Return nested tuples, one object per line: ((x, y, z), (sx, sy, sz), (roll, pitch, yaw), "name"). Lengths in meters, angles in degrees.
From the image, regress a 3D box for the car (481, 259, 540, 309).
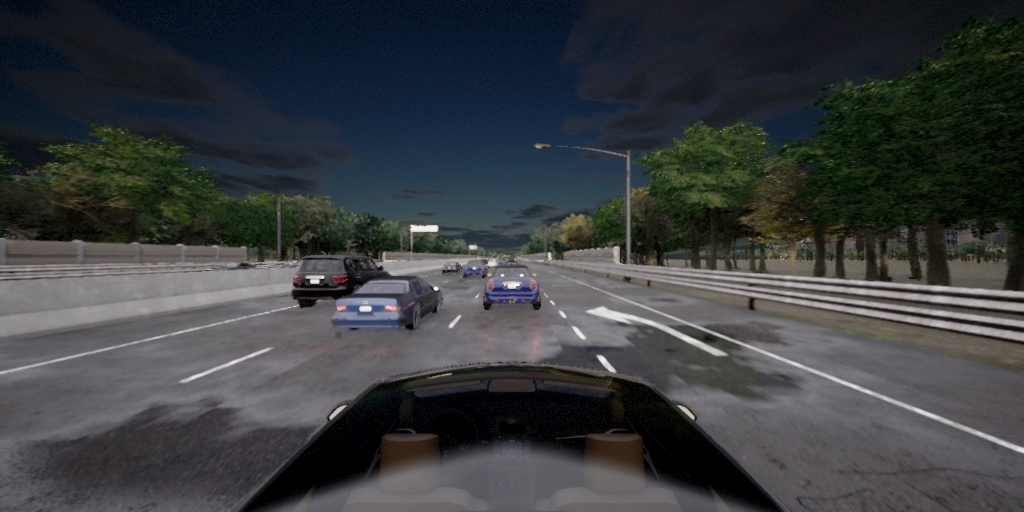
((0.000, 1.129, 15.259), (2.097, 1.767, 4.553), (0, 0, 0), "car")

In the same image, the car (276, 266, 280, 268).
((-21.089, 1.323, 36.439), (2.128, 1.511, 4.902), (0, 0, 0), "car")

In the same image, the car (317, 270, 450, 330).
((-3.502, 1.316, 11.079), (2.033, 1.411, 5.357), (0, 0, 0), "car")

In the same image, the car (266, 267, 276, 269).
((-24.581, 1.440, 39.276), (1.895, 1.301, 4.718), (0, 0, 0), "car")

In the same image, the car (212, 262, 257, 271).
((-28.085, 1.358, 36.435), (1.812, 1.442, 4.674), (0, 0, 0), "car")

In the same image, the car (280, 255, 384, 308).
((-7.002, 1.001, 15.413), (2.150, 2.045, 5.566), (0, 0, 0), "car")

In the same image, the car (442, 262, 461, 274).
((-7.008, 1.392, 42.536), (2.033, 1.411, 5.357), (0, 0, 0), "car")

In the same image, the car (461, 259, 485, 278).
((-3.507, 1.178, 35.670), (2.097, 1.767, 4.553), (0, 0, 0), "car")
